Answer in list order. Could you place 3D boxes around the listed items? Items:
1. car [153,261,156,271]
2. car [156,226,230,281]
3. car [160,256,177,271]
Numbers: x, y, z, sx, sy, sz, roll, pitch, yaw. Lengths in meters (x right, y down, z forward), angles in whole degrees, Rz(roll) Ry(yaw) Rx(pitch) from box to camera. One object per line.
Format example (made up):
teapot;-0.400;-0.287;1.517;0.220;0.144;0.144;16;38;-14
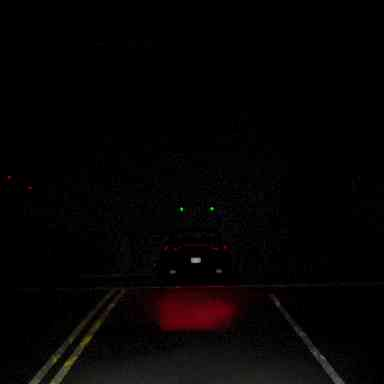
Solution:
car;-3.465;8.664;39.748;1.837;1.490;4.892;-1;-13;0
car;0.098;1.909;10.802;1.882;1.535;5.008;-1;-8;0
car;-3.408;10.665;49.445;2.150;2.045;5.566;-1;-13;0
